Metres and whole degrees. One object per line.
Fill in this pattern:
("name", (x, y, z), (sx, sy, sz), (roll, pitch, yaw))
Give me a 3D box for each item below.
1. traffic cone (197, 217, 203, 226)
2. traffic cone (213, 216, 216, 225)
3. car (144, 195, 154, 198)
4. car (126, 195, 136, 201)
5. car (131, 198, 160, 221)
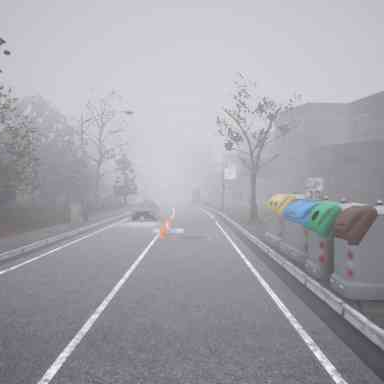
("traffic cone", (0.526, 1.913, 21.955), (0.340, 0.580, 0.340), (0, 0, 0))
("traffic cone", (1.493, 1.913, 22.085), (0.340, 0.580, 0.340), (0, 0, 6))
("car", (-8.768, 1.446, 66.848), (1.882, 1.535, 5.008), (-1, 0, -15))
("car", (-15.934, 1.595, 86.770), (1.837, 1.490, 4.892), (-3, 0, -24))
("car", (-3.605, 1.496, 26.804), (2.033, 1.411, 5.357), (0, 0, 0))
